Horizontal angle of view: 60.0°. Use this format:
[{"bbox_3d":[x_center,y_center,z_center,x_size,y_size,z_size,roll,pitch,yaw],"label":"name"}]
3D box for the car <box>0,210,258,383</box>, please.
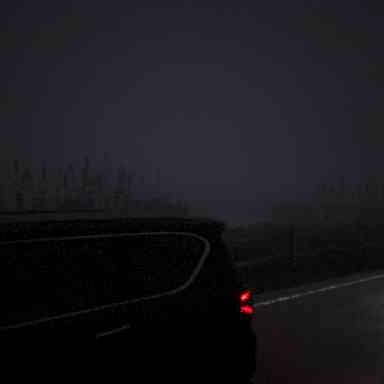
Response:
[{"bbox_3d":[-1.975,1.213,2.666,5.566,2.045,2.150,1,0,-33],"label":"car"}]
